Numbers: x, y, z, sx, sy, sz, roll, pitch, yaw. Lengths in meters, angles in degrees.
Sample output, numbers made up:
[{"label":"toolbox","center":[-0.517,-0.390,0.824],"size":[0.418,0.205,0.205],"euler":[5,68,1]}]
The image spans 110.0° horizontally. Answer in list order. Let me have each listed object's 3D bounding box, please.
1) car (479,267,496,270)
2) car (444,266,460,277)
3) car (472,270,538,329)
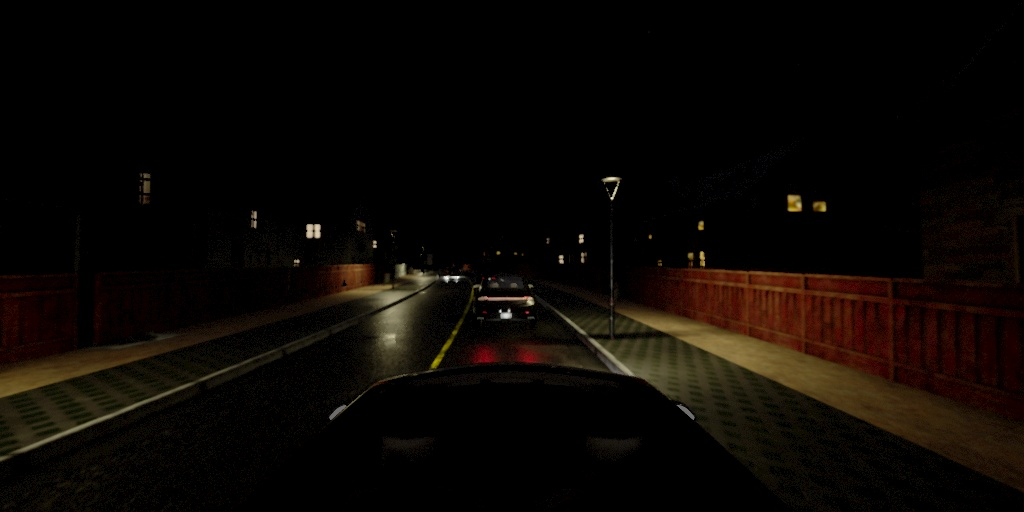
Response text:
[{"label":"car","center":[-2.224,1.673,31.919],"size":[1.837,1.490,4.892],"euler":[0,-1,-8]},{"label":"car","center":[-7.970,1.996,47.376],"size":[1.994,1.385,4.181],"euler":[0,-1,-12]},{"label":"car","center":[-0.262,1.363,11.747],"size":[2.128,1.511,4.902],"euler":[0,-1,-3]}]
